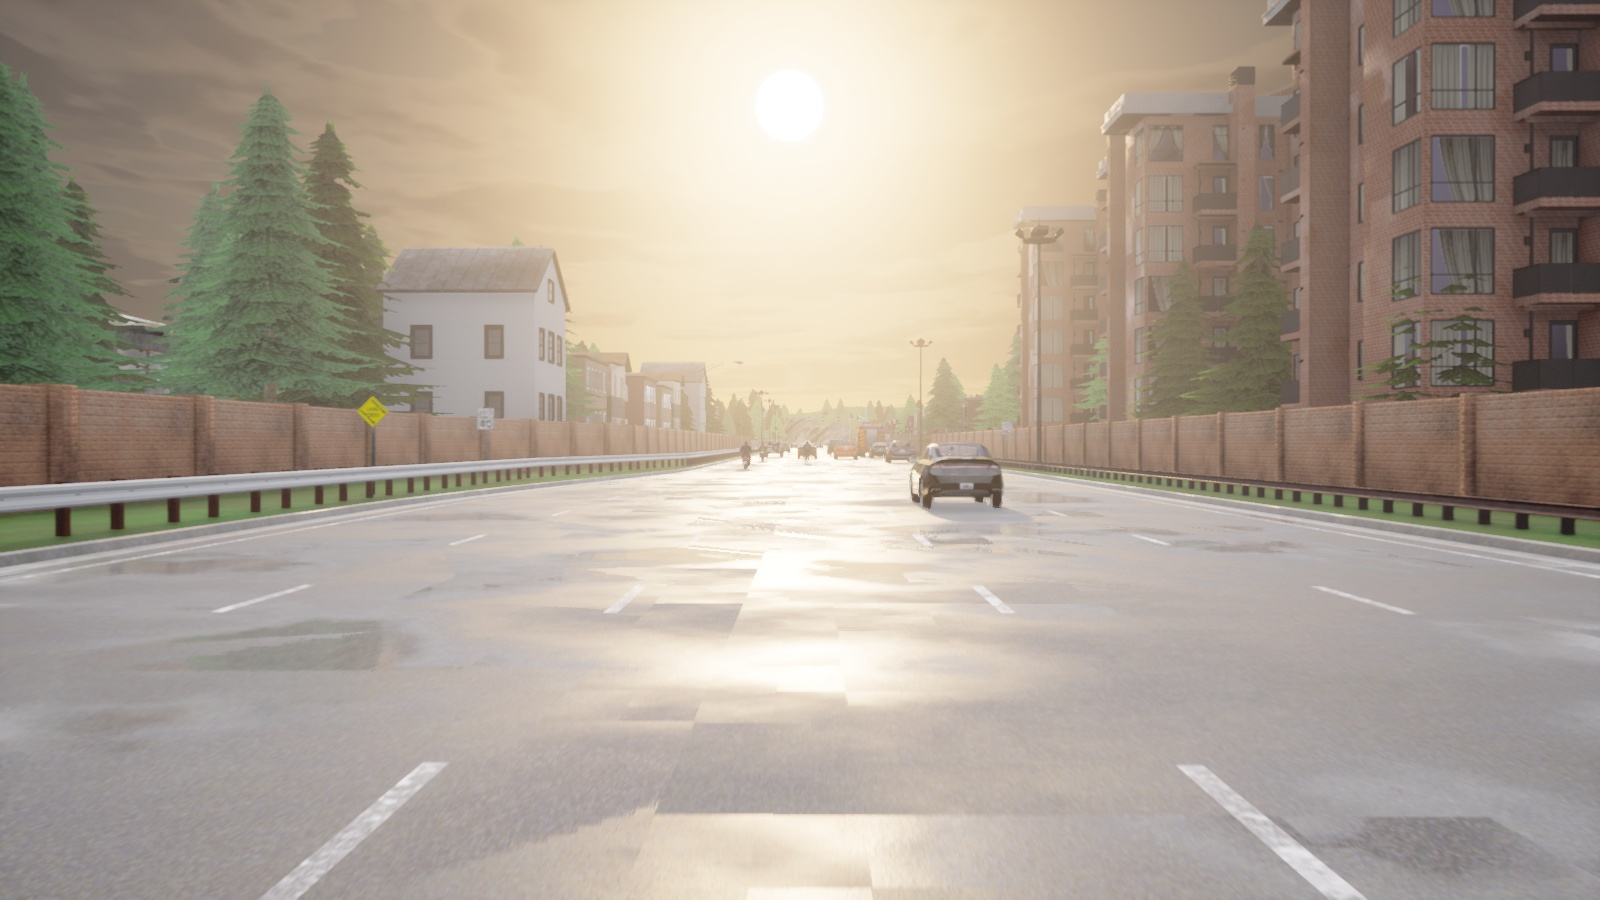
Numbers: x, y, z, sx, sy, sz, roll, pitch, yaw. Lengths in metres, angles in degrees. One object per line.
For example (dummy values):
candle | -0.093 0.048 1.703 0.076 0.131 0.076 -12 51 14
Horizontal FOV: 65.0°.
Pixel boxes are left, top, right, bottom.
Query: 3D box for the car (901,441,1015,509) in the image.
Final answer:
car | 3.687 0.535 30.199 2.128 1.511 4.902 0 0 0

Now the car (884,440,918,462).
car | 7.554 0.064 94.579 2.242 1.667 4.611 0 0 0
